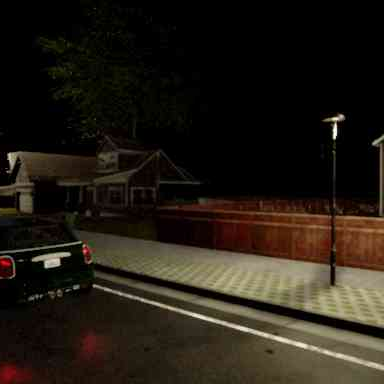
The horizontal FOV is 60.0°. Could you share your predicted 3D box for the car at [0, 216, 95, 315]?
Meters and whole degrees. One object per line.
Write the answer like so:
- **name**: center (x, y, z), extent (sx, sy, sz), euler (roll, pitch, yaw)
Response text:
- **car**: center (-4.229, 1.321, 7.449), extent (4.553, 1.767, 2.097), euler (0, 0, 39)
